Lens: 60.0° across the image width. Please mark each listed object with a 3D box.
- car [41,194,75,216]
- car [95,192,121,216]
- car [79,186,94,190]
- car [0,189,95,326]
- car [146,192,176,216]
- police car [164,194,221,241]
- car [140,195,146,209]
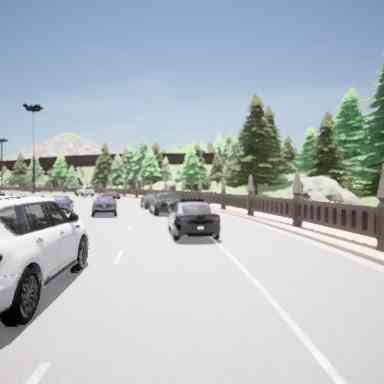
[{"bbox_3d":[-10.721,0.986,26.989,2.033,1.411,5.357,0,1,-16],"label":"car"},{"bbox_3d":[-6.740,1.011,25.627,2.033,1.411,5.357,0,1,-14],"label":"car"},{"bbox_3d":[-20.386,-0.084,63.469,2.150,2.045,5.566,-1,1,-36],"label":"car"},{"bbox_3d":[-3.774,1.078,6.815,2.150,2.045,5.566,0,1,-4],"label":"car"},{"bbox_3d":[-2.076,0.809,25.733,2.097,1.767,4.553,0,1,-14],"label":"car"},{"bbox_3d":[-0.032,1.105,15.105,1.930,1.638,5.238,0,1,-8],"label":"police car"},{"bbox_3d":[-3.829,0.851,32.109,1.812,1.442,4.674,0,1,-17],"label":"car"}]
